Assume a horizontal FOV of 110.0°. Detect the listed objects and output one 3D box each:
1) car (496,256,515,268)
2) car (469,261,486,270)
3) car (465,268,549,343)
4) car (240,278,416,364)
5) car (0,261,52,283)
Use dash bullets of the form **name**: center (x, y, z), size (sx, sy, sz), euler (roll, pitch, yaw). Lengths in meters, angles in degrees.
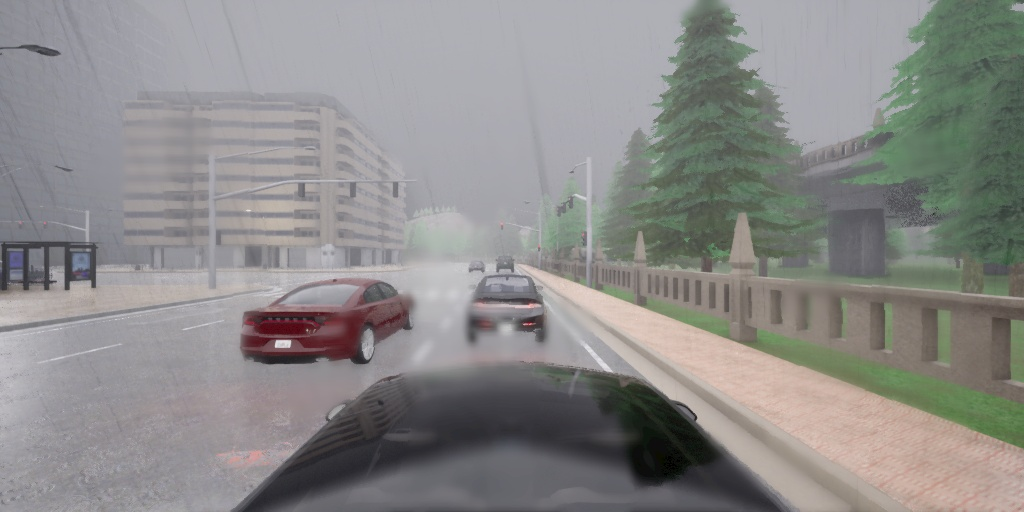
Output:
- **car**: center (-0.863, 0.971, 45.134), size (2.150, 2.045, 5.566), euler (0, 0, -1)
- **car**: center (-4.368, 1.298, 44.913), size (2.033, 1.411, 5.357), euler (0, 0, -1)
- **car**: center (-0.128, 1.242, 9.656), size (2.128, 1.511, 4.902), euler (0, 0, -1)
- **car**: center (-3.596, 1.228, 8.095), size (1.882, 1.535, 5.008), euler (0, 0, 0)
- **car**: center (-39.303, 1.157, 28.036), size (4.553, 1.767, 2.097), euler (0, 0, -2)
